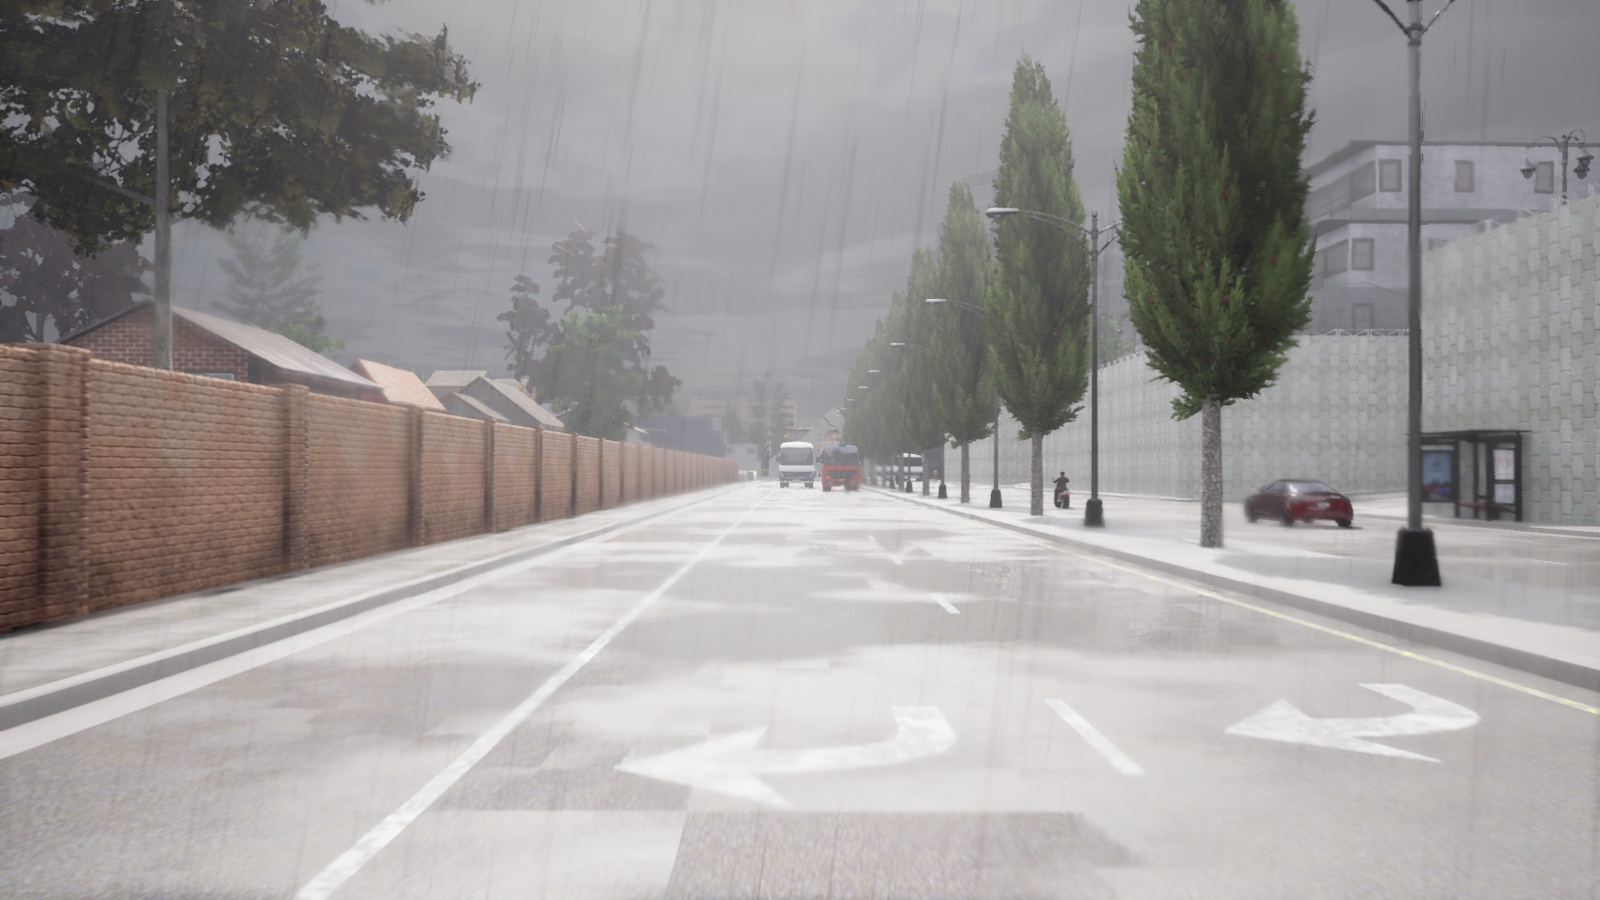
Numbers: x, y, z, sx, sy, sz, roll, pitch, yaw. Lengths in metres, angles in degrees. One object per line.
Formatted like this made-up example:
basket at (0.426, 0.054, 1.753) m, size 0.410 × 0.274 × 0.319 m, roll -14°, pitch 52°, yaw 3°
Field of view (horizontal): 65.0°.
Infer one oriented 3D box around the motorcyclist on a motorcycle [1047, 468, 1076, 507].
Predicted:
motorcyclist on a motorcycle at (11.367, 1.630, 54.706) m, size 0.766 × 1.649 × 2.350 m, roll 0°, pitch -1°, yaw 0°

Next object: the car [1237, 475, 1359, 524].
car at (14.909, 1.453, 37.881) m, size 1.994 × 1.385 × 4.181 m, roll 0°, pitch -1°, yaw 0°
